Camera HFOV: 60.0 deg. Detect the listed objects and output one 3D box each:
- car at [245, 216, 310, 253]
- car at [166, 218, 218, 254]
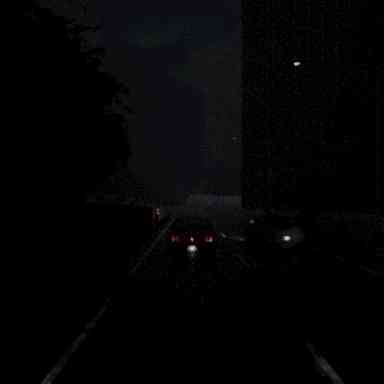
[{"bbox_3d":[3.511,1.697,14.288,1.994,1.385,4.181,0,0,0],"label":"car"},{"bbox_3d":[0.010,1.732,14.104,1.895,1.301,4.718,0,0,0],"label":"car"}]
